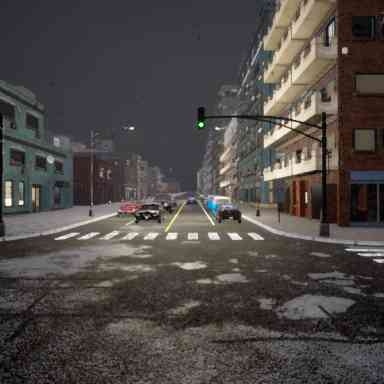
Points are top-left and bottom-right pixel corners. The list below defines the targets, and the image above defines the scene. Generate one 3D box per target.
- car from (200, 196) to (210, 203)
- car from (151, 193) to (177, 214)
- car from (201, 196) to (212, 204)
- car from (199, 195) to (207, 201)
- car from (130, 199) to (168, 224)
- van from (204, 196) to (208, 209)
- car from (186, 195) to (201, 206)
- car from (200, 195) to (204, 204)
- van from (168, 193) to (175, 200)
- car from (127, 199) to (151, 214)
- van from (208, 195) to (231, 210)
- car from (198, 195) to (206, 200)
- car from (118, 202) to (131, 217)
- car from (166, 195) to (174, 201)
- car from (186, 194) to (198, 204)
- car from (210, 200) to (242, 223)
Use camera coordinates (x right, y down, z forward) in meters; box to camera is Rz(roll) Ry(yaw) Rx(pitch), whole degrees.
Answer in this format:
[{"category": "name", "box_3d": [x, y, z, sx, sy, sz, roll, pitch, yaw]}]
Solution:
[{"category": "car", "box_3d": [2.708, 1.528, 69.767, 1.947, 1.339, 4.313, 1, 0, 0]}, {"category": "car", "box_3d": [-3.084, 1.211, 35.639, 2.150, 2.045, 5.566, 0, 0, 0]}, {"category": "car", "box_3d": [2.707, 1.535, 64.187, 1.947, 1.339, 4.313, 1, 0, 0]}, {"category": "car", "box_3d": [2.710, 1.490, 80.929, 1.887, 1.381, 4.507, 1, 0, 0]}, {"category": "car", "box_3d": [-3.091, 1.502, 25.030, 1.837, 1.490, 4.892, 0, 0, 0]}, {"category": "van", "box_3d": [2.709, 1.330, 41.864, 1.690, 1.788, 3.998, 1, 0, 0]}, {"category": "car", "box_3d": [0.005, 1.543, 54.988, 1.994, 1.385, 4.181, 0, 0, 0]}, {"category": "car", "box_3d": [2.707, 1.506, 53.194, 1.752, 1.417, 4.829, 1, 0, 0]}, {"category": "van", "box_3d": [-5.666, 1.269, 92.049, 1.690, 1.788, 3.998, 1, 0, 0]}, {"category": "car", "box_3d": [-5.675, 1.537, 36.247, 1.887, 1.381, 4.507, 1, 0, 0]}, {"category": "van", "box_3d": [2.707, 1.336, 30.701, 1.690, 1.788, 3.998, 1, 0, 0]}, {"category": "car", "box_3d": [2.710, 1.479, 92.091, 2.008, 1.369, 4.403, 1, 0, 0]}, {"category": "car", "box_3d": [-5.677, 1.577, 30.667, 1.802, 1.307, 4.206, 1, 0, 0]}, {"category": "car", "box_3d": [-5.671, 1.503, 86.469, 1.947, 1.339, 4.313, 1, 0, 0]}, {"category": "car", "box_3d": [0.004, 1.320, 64.999, 2.097, 1.767, 4.553, 0, 0, 0]}, {"category": "car", "box_3d": [2.704, 1.548, 25.122, 2.008, 1.369, 4.403, 1, 0, 0]}]
